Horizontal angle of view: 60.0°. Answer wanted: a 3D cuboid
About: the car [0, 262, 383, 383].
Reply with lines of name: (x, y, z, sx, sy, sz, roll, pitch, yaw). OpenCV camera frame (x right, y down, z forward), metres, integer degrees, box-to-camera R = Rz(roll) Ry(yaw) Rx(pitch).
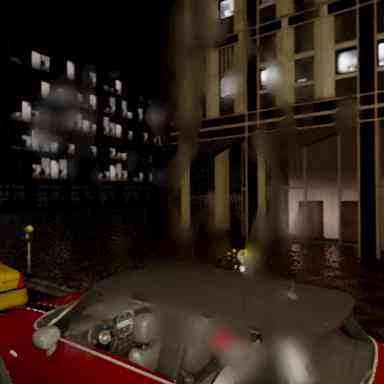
car: (-0.352, 1.436, 3.135, 4.097, 1.590, 1.967, 0, 0, 36)
